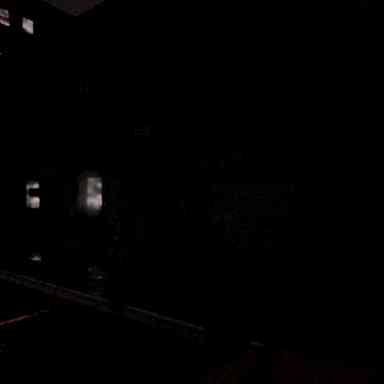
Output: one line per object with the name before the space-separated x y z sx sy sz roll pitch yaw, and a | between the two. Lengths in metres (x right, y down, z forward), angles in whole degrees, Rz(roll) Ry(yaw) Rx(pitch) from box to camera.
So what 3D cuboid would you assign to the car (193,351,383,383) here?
car | 1.939 1.528 1.499 4.829 1.417 1.752 0 0 36
